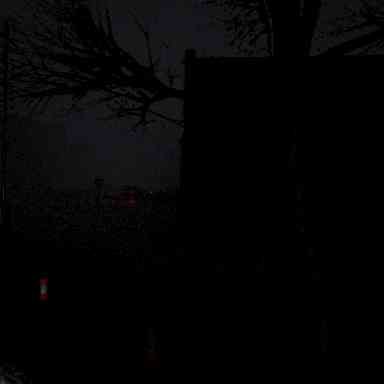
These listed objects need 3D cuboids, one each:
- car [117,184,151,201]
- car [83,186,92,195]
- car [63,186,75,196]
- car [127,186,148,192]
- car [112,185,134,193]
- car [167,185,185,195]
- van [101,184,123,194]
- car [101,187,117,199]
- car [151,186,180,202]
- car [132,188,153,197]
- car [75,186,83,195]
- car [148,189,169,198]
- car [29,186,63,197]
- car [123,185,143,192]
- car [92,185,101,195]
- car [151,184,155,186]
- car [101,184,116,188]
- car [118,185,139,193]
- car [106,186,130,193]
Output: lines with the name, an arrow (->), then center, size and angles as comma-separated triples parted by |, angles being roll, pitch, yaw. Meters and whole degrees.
car -> -8.727, 0.139, 50.439 | 2.150, 2.045, 5.566 | 2, 1, 16
car -> -21.666, -0.344, 61.673 | 4.553, 1.767, 2.185 | 2, 2, 15
car -> -23.169, -0.110, 56.372 | 5.008, 1.535, 2.097 | 2, 1, 15
car -> -14.369, -0.817, 88.263 | 4.892, 1.521, 2.231 | 2, 2, 15
car -> -16.599, -0.771, 80.297 | 4.553, 1.767, 2.185 | 2, 2, 15
car -> -3.296, -0.431, 70.256 | 2.150, 2.045, 5.566 | 2, 2, 15
van -> -17.919, -0.746, 74.939 | 4.442, 1.987, 1.878 | 2, 2, 15
car -> -11.611, 0.353, 51.262 | 1.812, 1.442, 4.674 | 2, 1, 16
car -> -3.483, 0.365, 51.821 | 4.553, 1.767, 2.185 | 2, 2, 15
car -> -8.975, 0.135, 60.847 | 1.837, 1.490, 4.892 | 2, 2, 15
car -> -22.430, -0.124, 59.027 | 4.674, 1.452, 2.002 | 2, 2, 15
car -> -6.007, 0.205, 60.334 | 2.128, 1.511, 4.902 | 2, 2, 16
car -> -23.864, -0.184, 53.696 | 4.553, 1.767, 2.185 | 2, 1, 15
car -> -15.074, -0.887, 85.595 | 4.553, 1.767, 2.185 | 2, 2, 15
car -> -20.972, -0.276, 64.349 | 4.892, 1.521, 2.231 | 2, 2, 15
car -> -13.637, -0.874, 90.921 | 4.892, 1.521, 2.231 | 2, 2, 15
car -> -19.523, -0.652, 69.662 | 5.566, 2.045, 2.435 | 2, 2, 15
car -> -15.867, -0.830, 82.954 | 4.553, 1.767, 2.185 | 2, 2, 15
car -> -17.309, -0.585, 77.636 | 5.008, 1.535, 2.097 | 2, 2, 15
